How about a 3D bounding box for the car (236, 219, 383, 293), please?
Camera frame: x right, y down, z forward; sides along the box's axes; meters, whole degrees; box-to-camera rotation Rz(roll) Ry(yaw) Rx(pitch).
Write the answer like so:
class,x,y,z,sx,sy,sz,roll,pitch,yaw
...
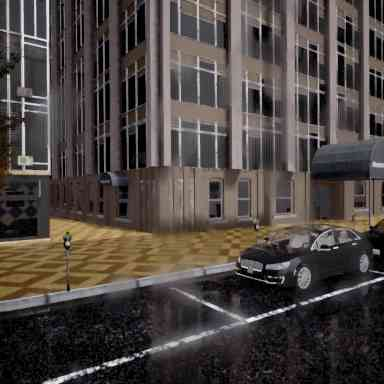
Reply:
class,x,y,z,sx,sy,sz,roll,pitch,yaw
car,3.091,1.549,8.784,4.403,1.369,2.008,0,-1,-36
